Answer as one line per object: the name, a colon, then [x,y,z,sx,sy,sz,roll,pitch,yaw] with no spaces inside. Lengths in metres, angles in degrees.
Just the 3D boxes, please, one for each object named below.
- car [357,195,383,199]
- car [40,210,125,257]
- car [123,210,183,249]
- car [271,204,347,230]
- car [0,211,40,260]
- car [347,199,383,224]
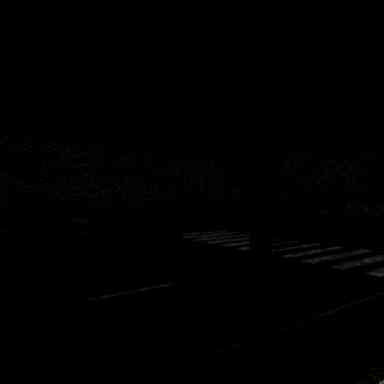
car: [16.928,1.303,28.606,5.566,2.045,2.435,-1,-1,35]
car: [-5.108,1.543,12.934,4.674,1.452,2.002,-1,-1,35]
car: [-2.637,1.539,14.668,4.792,1.488,2.163,-1,-1,34]
car: [7.142,1.569,21.633,4.792,1.488,2.163,-1,-1,35]
car: [-7.516,1.369,11.191,4.553,1.767,2.185,-1,-1,34]
car: [11.853,1.551,25.230,5.366,1.575,1.946,-1,-1,35]
